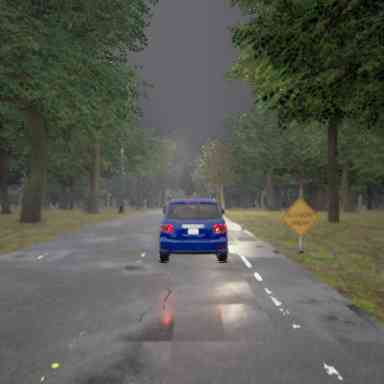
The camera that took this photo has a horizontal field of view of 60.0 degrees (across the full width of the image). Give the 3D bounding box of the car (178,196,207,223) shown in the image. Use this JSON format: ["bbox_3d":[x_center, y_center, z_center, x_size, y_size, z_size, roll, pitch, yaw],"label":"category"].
[{"bbox_3d":[0.073,1.345,27.838,2.150,2.045,5.566,0,-1,0],"label":"car"}]

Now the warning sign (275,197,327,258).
[{"bbox_3d":[3.536,1.122,10.895,1.300,1.860,1.060,-1,-1,0],"label":"warning sign"}]

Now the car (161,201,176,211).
[{"bbox_3d":[-3.562,2.183,51.723,1.882,1.535,5.008,0,-2,0],"label":"car"}]

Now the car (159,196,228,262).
[{"bbox_3d":[0.064,1.231,12.231,2.150,2.045,5.566,0,0,0],"label":"car"}]
